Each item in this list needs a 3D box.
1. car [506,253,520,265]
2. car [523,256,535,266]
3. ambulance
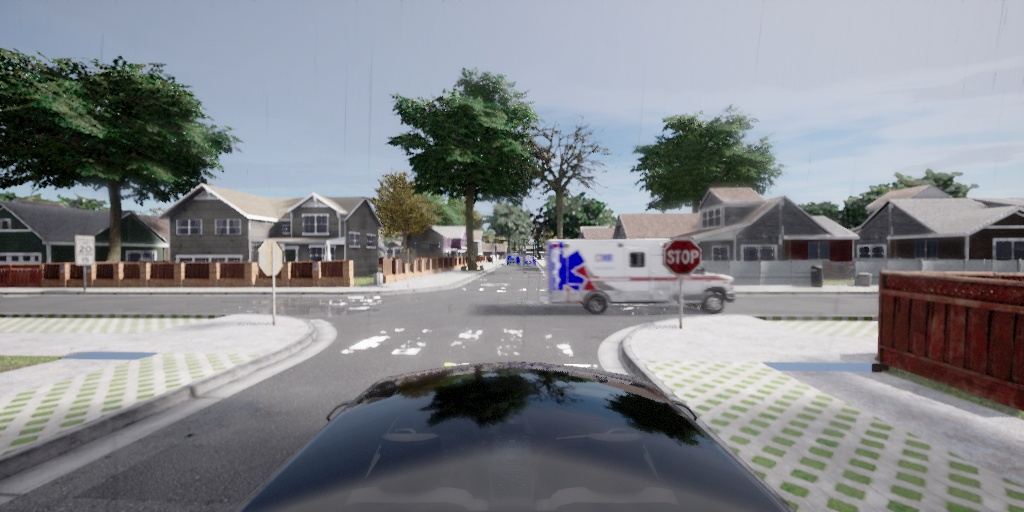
[{"bbox_3d":[0.177,0.553,62.142,2.150,2.045,5.566,0,0,3],"label":"car"},{"bbox_3d":[2.722,0.835,57.875,1.882,1.535,5.008,0,0,3],"label":"car"},{"bbox_3d":[4.131,0.669,12.512,6.366,2.431,2.351,0,0,3],"label":"ambulance"}]
